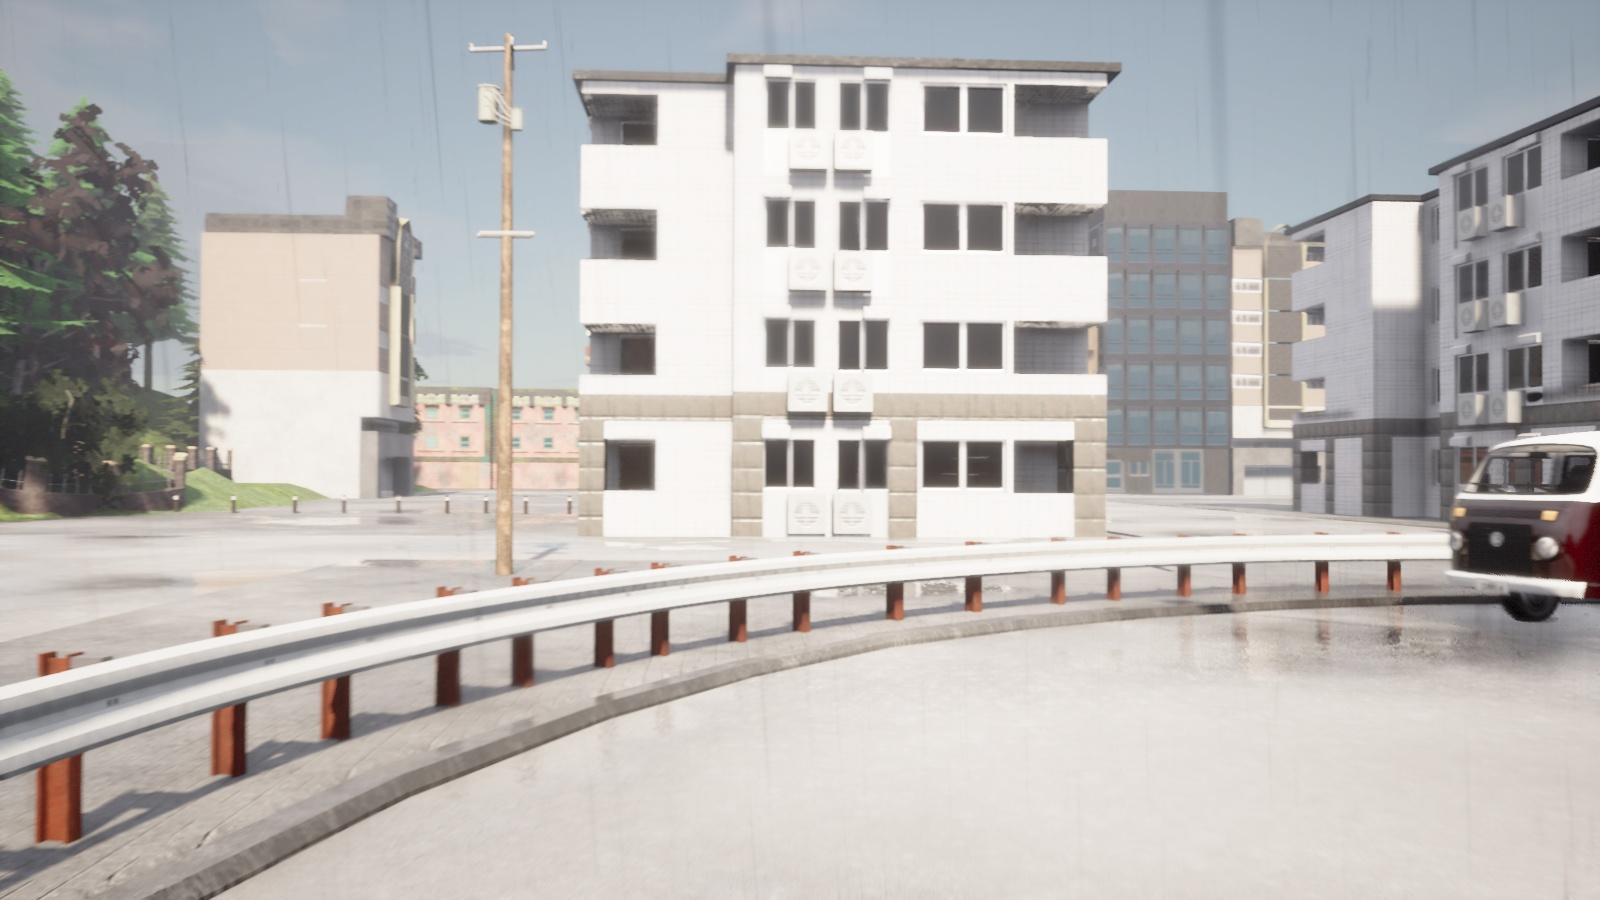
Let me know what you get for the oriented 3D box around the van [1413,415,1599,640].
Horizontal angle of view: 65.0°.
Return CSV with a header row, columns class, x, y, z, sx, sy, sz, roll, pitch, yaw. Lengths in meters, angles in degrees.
class,x,y,z,sx,sy,sz,roll,pitch,yaw
van,8.957,0.724,12.820,4.480,2.038,2.069,0,-1,-12
